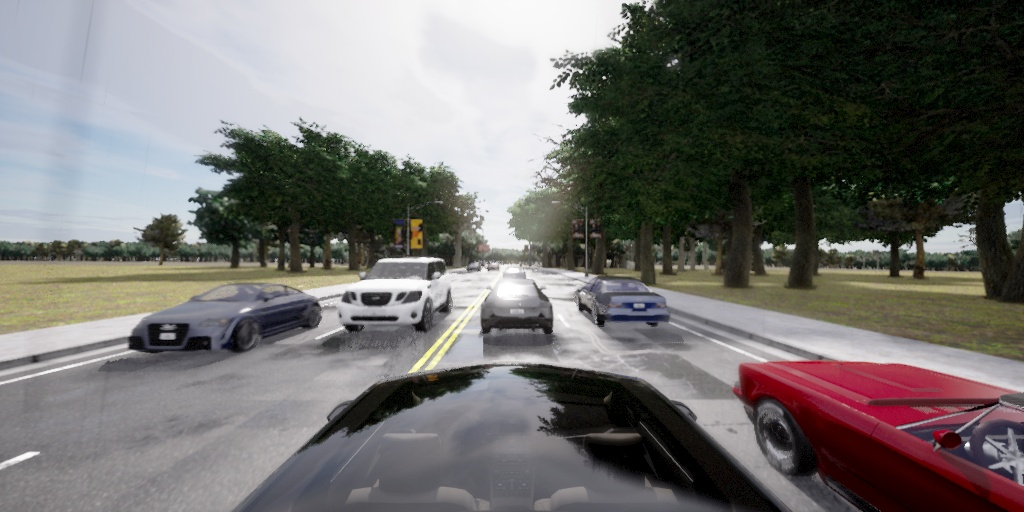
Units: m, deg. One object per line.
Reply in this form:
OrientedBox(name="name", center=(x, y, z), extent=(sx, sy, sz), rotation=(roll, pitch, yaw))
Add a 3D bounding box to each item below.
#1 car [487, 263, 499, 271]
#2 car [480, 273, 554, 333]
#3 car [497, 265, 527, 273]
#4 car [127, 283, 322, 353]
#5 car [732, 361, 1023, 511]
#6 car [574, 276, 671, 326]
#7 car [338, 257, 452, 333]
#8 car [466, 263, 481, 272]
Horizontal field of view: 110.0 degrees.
OrientedBox(name="car", center=(-3.067, 1.860, 59.724), extent=(1.994, 1.385, 4.181), rotation=(0, -1, 0))
OrientedBox(name="car", center=(0.130, 1.388, 11.072), extent=(1.994, 1.385, 4.181), rotation=(0, 0, 0))
OrientedBox(name="car", center=(0.184, 1.531, 27.975), extent=(2.033, 1.411, 5.357), rotation=(0, -1, 0))
OrientedBox(name="car", center=(-6.580, 1.367, 8.851), extent=(1.994, 1.385, 4.181), rotation=(0, -1, 0))
OrientedBox(name="car", center=(3.351, 1.352, 1.815), extent=(1.895, 1.301, 4.718), rotation=(0, 0, 0))
OrientedBox(name="car", center=(3.379, 1.379, 11.980), extent=(2.033, 1.411, 5.357), rotation=(0, 0, 1))
OrientedBox(name="car", center=(-3.320, 1.047, 11.418), extent=(2.150, 2.045, 5.566), rotation=(0, -1, 0))
OrientedBox(name="car", center=(-6.219, 1.848, 58.786), extent=(1.994, 1.385, 4.181), rotation=(0, -1, 2))
